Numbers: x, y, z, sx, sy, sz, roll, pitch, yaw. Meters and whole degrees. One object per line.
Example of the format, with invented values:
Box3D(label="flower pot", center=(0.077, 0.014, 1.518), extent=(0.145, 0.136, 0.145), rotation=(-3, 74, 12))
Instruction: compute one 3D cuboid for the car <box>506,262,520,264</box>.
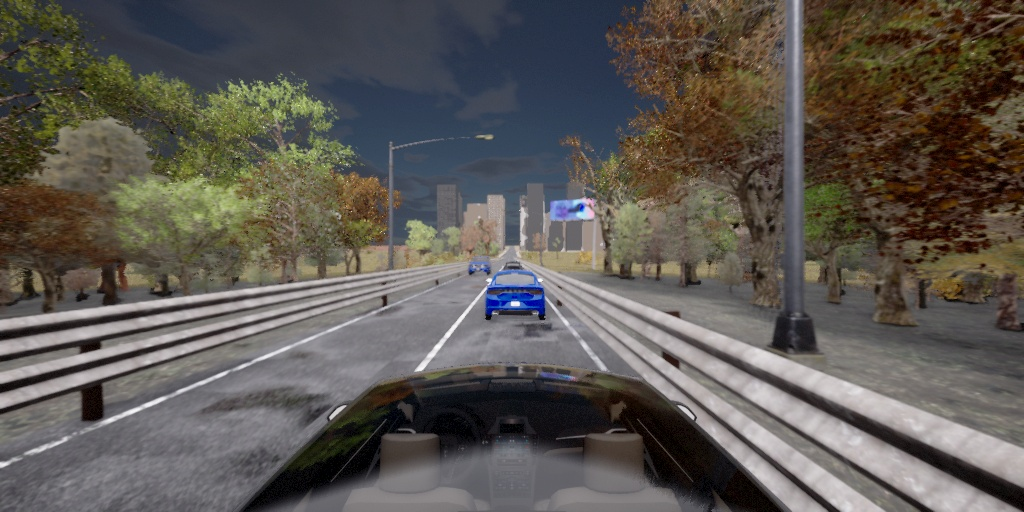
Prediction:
Box3D(label="car", center=(0.091, 1.268, 33.274), extent=(1.837, 1.490, 4.892), rotation=(0, 0, 0))

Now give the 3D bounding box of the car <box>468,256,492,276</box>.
Box3D(label="car", center=(-3.356, 0.990, 38.433), extent=(2.150, 2.045, 5.566), rotation=(0, 0, 0))

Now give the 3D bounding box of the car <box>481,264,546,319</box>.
Box3D(label="car", center=(0.100, 1.230, 12.804), extent=(1.882, 1.535, 5.008), rotation=(0, 0, 0))
